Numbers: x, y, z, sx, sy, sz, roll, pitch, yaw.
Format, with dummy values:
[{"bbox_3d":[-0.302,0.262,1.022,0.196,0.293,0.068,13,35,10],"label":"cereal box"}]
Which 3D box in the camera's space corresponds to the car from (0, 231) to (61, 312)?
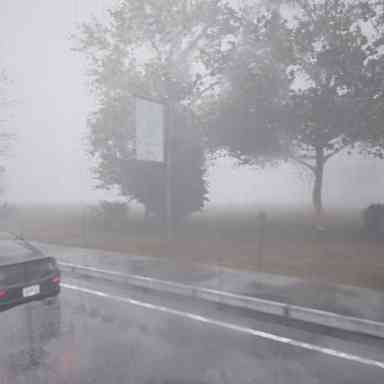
[{"bbox_3d":[-4.684,1.516,6.910,4.674,1.442,1.812,0,0,32],"label":"car"}]
